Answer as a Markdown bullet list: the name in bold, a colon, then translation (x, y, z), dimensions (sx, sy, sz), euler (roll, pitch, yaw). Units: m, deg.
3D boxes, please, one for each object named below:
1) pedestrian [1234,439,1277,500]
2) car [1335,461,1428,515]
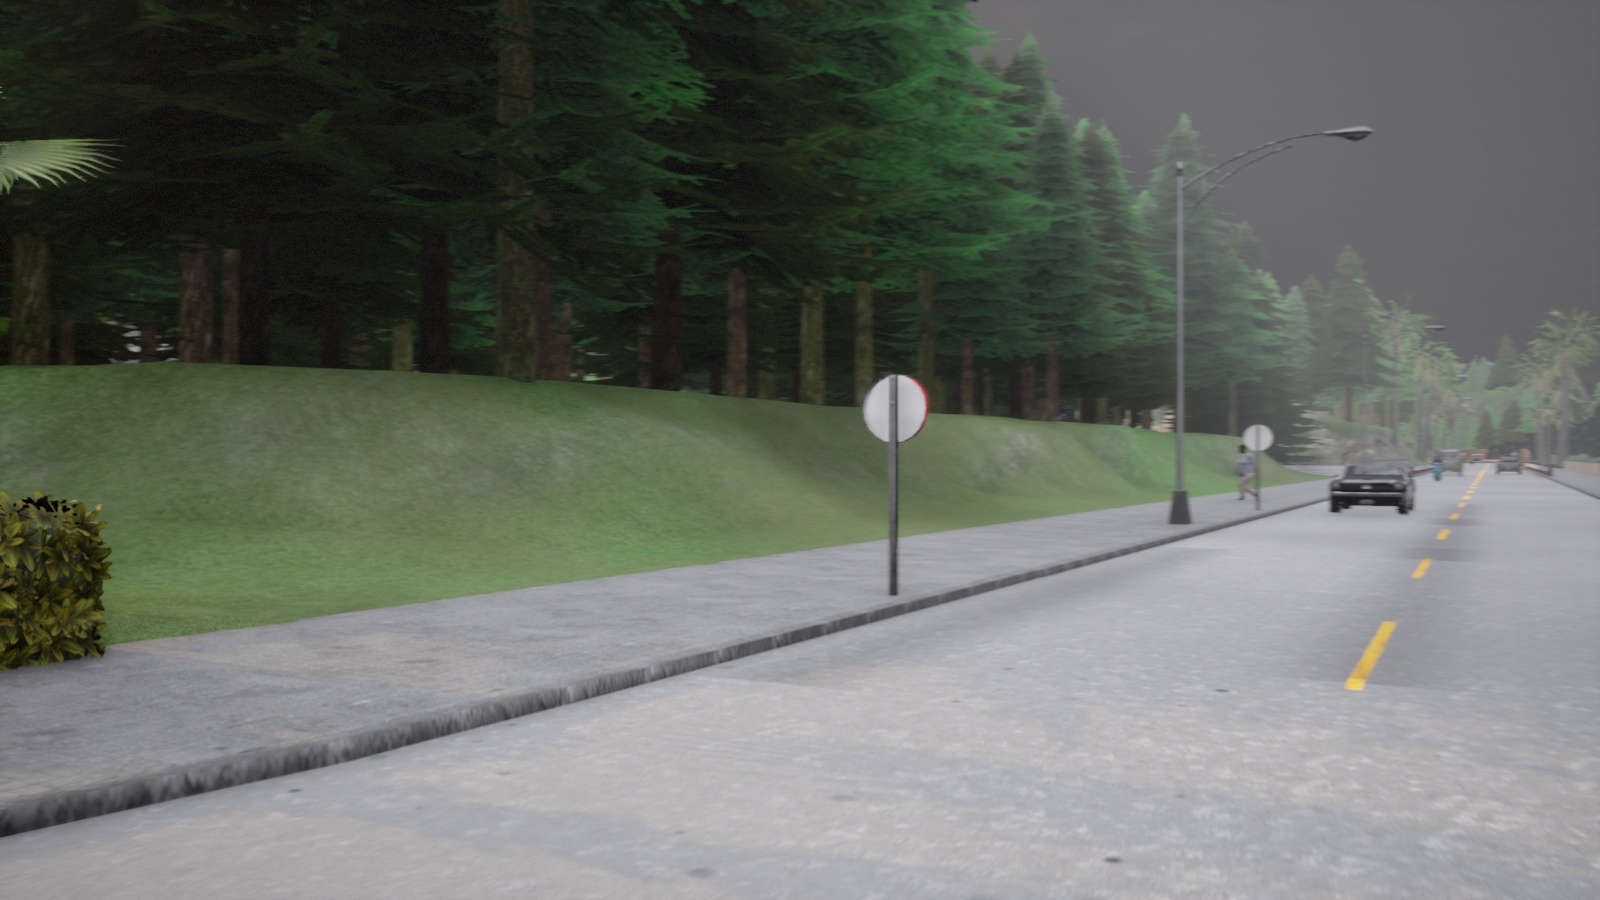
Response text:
- **pedestrian**: translation (13.912, 0.595, 38.399), dimensions (0.900, 1.855, 0.874), euler (0, 0, -11)
- **car**: translation (15.577, 0.954, 33.513), dimensions (1.895, 1.301, 4.718), euler (0, 0, 29)
